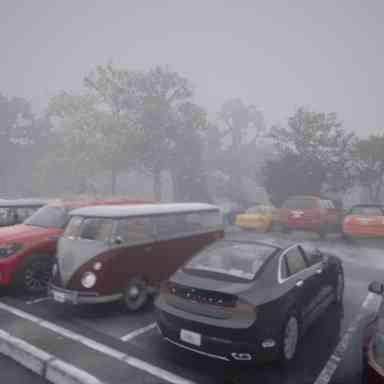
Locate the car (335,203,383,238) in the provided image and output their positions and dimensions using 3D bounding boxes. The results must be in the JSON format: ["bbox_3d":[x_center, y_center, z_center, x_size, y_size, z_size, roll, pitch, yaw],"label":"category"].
[{"bbox_3d":[8.998,1.389,16.659,2.185,1.767,4.553,0,0,36],"label":"car"}]

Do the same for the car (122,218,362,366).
[{"bbox_3d":[1.386,1.516,6.053,2.231,1.521,4.892,0,0,36],"label":"car"}]

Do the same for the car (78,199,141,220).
[{"bbox_3d":[-6.815,1.378,28.060,2.231,1.521,4.892,1,0,36],"label":"car"}]

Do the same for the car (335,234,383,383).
[{"bbox_3d":[3.634,1.564,4.411,2.163,1.488,4.792,0,0,36],"label":"car"}]

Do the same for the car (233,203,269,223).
[{"bbox_3d":[4.499,1.472,20.157,1.946,1.575,5.366,0,0,36],"label":"car"}]

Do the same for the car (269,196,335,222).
[{"bbox_3d":[6.670,1.243,18.404,2.435,2.045,5.566,0,0,36],"label":"car"}]

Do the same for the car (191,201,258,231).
[{"bbox_3d":[2.233,1.457,21.562,2.097,1.535,5.008,1,0,36],"label":"car"}]

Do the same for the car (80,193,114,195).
[{"bbox_3d":[-9.095,1.103,29.655,2.435,2.045,5.566,1,0,36],"label":"car"}]

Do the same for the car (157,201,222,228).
[{"bbox_3d":[-0.051,1.466,23.158,2.163,1.488,4.792,1,0,36],"label":"car"}]

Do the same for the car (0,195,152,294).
[{"bbox_3d":[-3.146,1.225,9.280,2.435,2.045,5.566,0,0,36],"label":"car"}]

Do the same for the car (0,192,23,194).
[{"bbox_3d":[-20.409,1.116,37.775,2.185,1.767,4.553,1,0,36],"label":"car"}]

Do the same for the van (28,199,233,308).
[{"bbox_3d":[-1.038,1.269,7.658,1.878,1.987,4.442,0,0,36],"label":"van"}]

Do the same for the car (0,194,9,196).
[{"bbox_3d":[-18.128,1.305,36.179,2.002,1.452,4.674,1,0,36],"label":"car"}]

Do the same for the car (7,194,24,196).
[{"bbox_3d":[-15.871,1.289,34.548,2.097,1.535,5.008,1,0,36],"label":"car"}]

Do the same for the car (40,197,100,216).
[{"bbox_3d":[-11.341,1.333,31.308,2.097,1.535,5.008,1,0,36],"label":"car"}]
